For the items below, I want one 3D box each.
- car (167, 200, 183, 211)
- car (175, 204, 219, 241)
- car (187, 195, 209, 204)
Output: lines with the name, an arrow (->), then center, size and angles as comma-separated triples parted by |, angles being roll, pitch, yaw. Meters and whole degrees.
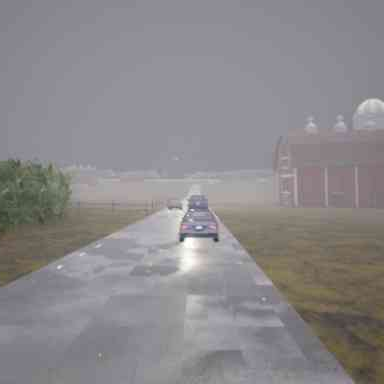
car -> -2.166, 1.695, 43.844 | 2.033, 1.411, 5.357 | 0, 0, 1
car -> 0.349, 1.571, 16.720 | 2.033, 1.411, 5.357 | 0, 0, 1
car -> 0.649, 1.330, 36.302 | 2.150, 2.045, 5.566 | 0, 0, 1
